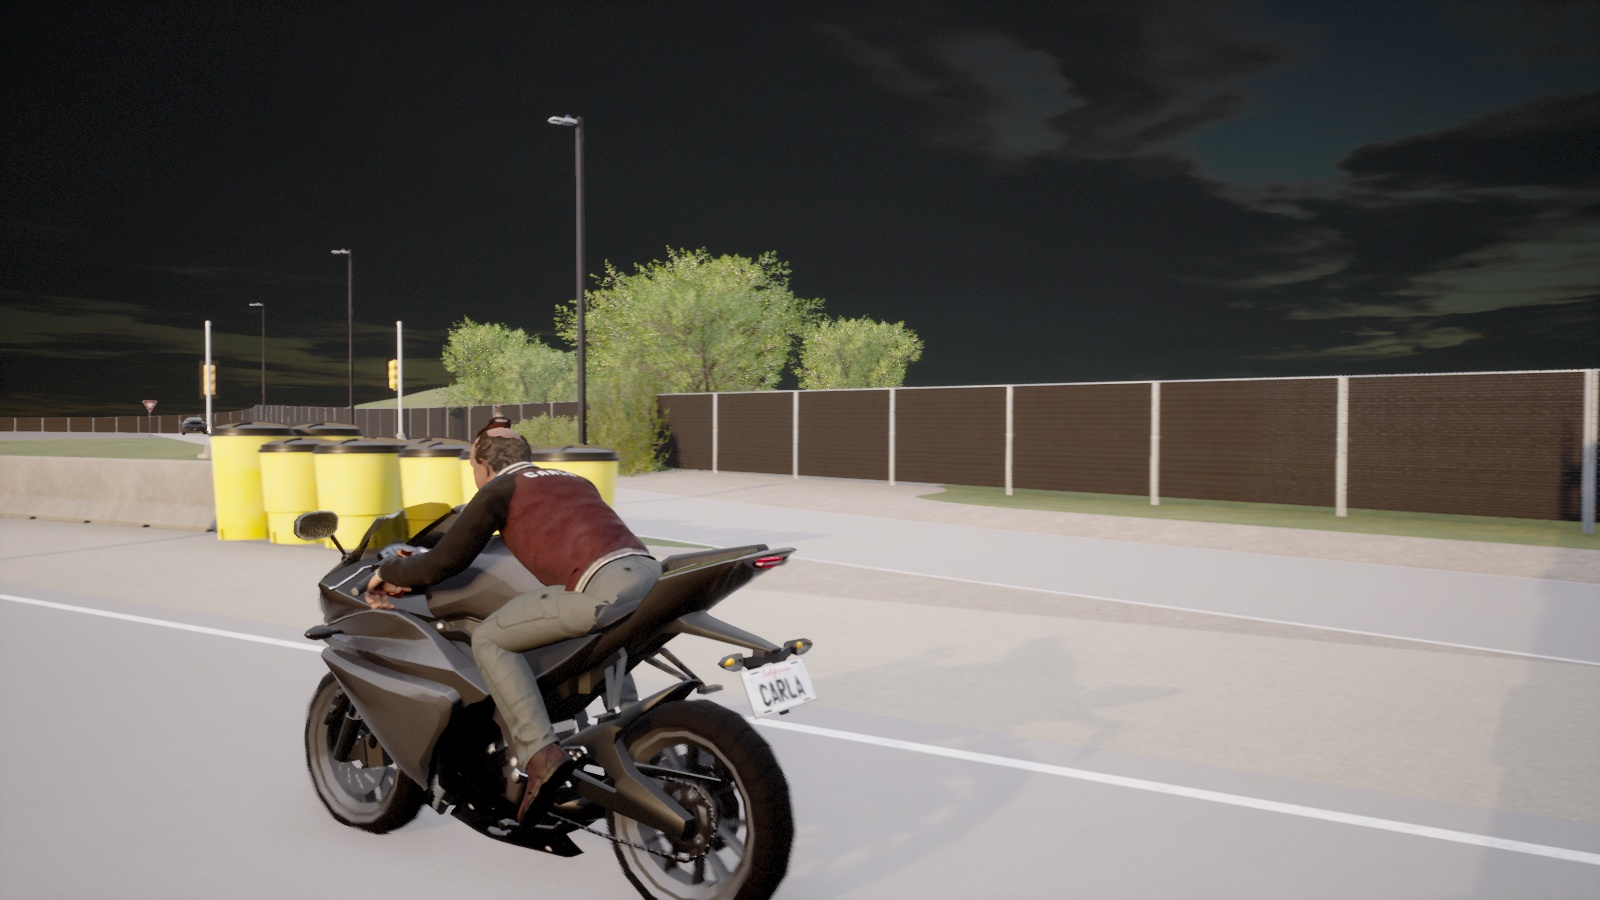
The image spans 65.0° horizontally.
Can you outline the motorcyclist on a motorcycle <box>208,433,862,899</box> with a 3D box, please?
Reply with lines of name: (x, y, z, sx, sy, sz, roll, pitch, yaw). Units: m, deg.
motorcyclist on a motorcycle: (-0.959, 0.718, 4.262, 2.191, 1.530, 0.866, 0, 1, 34)
